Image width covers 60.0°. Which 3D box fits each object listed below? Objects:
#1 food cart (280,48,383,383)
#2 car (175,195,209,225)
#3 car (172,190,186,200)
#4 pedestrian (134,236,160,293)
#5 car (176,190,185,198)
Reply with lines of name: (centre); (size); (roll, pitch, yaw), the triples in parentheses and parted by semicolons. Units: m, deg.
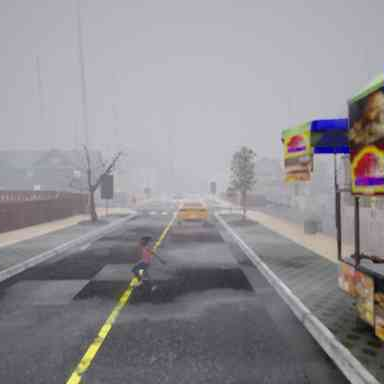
food cart: (2.981, 0.409, 4.510); (2.280, 3.560, 4.660); (-1, 0, 0)
car: (0.067, 1.222, 21.796); (1.882, 1.535, 5.008); (0, 1, 0)
car: (-2.764, 0.882, 65.467); (1.994, 1.385, 4.181); (0, 0, 0)
pedestrian: (-0.956, 1.205, 7.141); (0.375, 1.860, 0.375); (1, 0, -3)
car: (-2.744, 0.419, 80.552); (2.150, 2.045, 5.566); (0, 0, 0)
